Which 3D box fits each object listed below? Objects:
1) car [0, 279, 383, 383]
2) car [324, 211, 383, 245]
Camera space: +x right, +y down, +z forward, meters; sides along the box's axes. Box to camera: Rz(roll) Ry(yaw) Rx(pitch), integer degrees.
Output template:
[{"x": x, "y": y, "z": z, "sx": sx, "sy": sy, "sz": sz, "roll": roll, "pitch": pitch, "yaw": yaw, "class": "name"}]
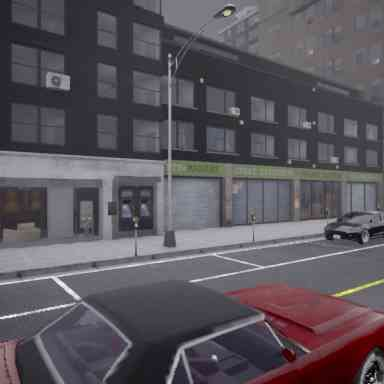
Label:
[{"x": 0.084, "y": 1.601, "z": 3.223, "sx": 4.718, "sy": 1.301, "sz": 1.895, "roll": 0, "pitch": 0, "yaw": -35, "class": "car"}, {"x": 8.036, "y": 1.566, "z": 15.630, "sx": 4.313, "sy": 1.339, "sz": 1.947, "roll": 0, "pitch": 0, "yaw": -36, "class": "car"}]
